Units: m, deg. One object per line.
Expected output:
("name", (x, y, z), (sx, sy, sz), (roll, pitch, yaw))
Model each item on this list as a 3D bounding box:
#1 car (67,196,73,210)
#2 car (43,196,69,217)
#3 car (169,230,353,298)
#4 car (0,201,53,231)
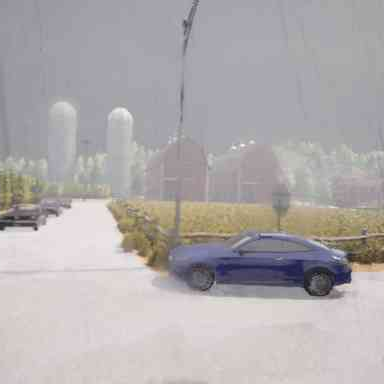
("car", (-15.236, 1.228, 39.467), (2.128, 1.511, 4.902), (2, 0, -15))
("car", (-12.240, 1.325, 28.848), (2.033, 1.411, 5.357), (2, -1, -16))
("car", (1.740, 1.745, 8.771), (4.674, 1.442, 1.812), (3, 0, -1))
("car", (-9.413, 1.384, 18.904), (1.895, 1.301, 4.718), (2, -1, -16))
